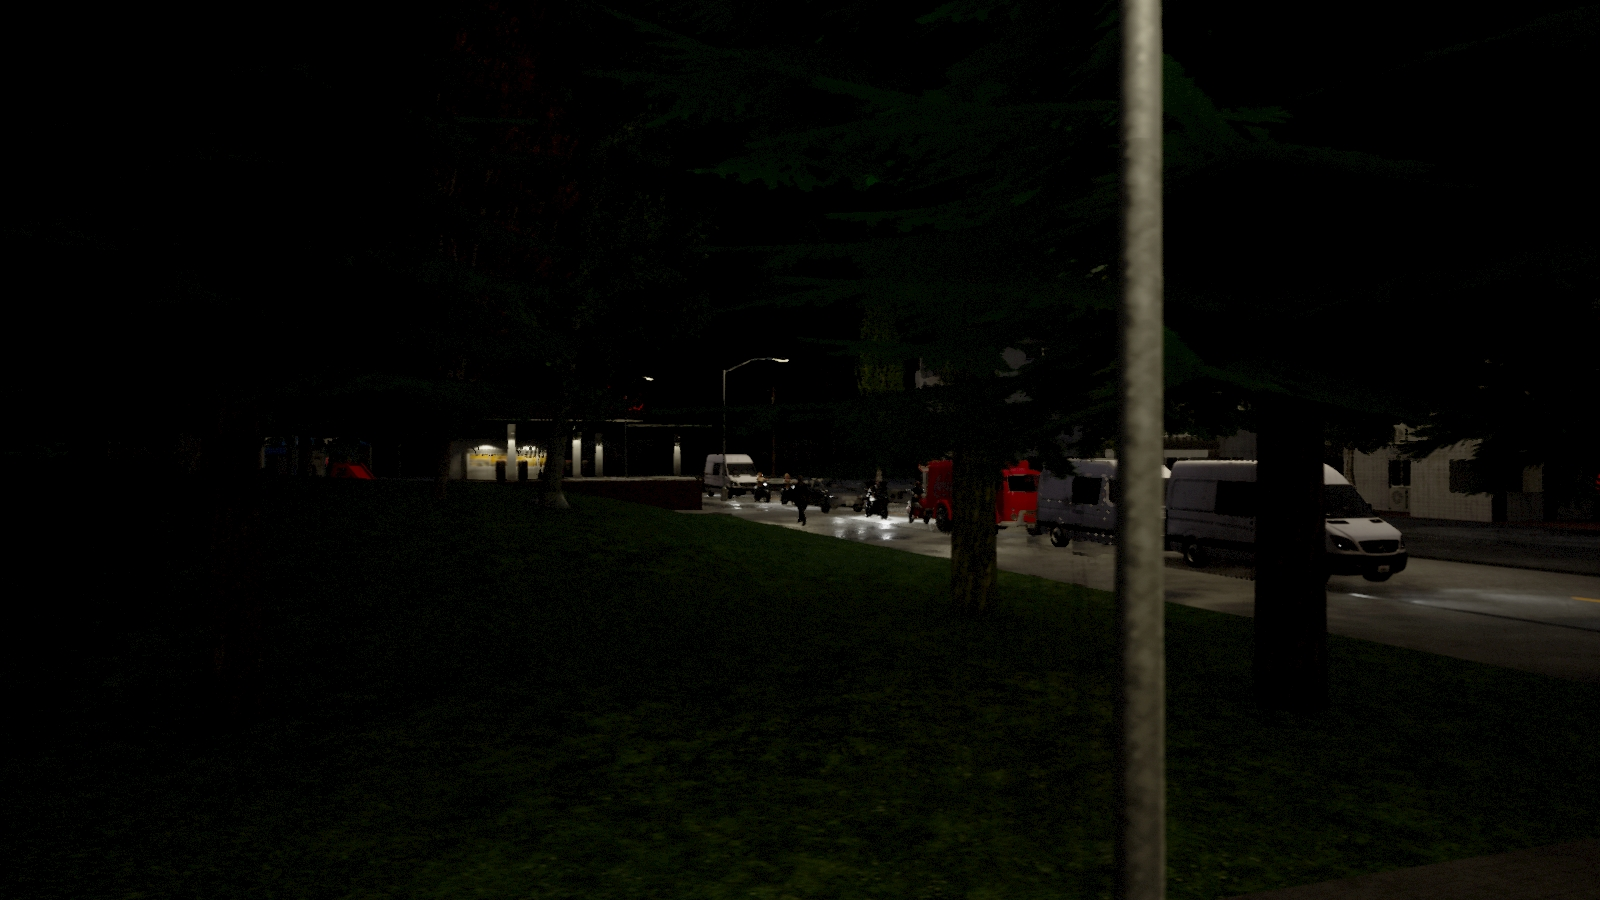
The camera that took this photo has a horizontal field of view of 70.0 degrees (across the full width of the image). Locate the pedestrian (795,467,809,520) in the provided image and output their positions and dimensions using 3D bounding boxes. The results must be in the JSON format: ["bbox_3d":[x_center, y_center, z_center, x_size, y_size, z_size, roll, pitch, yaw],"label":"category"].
[{"bbox_3d":[0.065,1.527,40.371,0.375,1.860,0.375,0,0,-20],"label":"pedestrian"}]

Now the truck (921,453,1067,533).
[{"bbox_3d":[6.395,1.350,38.441,2.627,2.467,5.204,0,0,-20],"label":"truck"}]

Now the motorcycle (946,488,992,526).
[{"bbox_3d":[5.890,1.964,39.902,0.856,1.236,1.805,0,0,-20],"label":"motorcycle"}]

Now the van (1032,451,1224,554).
[{"bbox_3d":[8.860,1.316,31.566,1.988,2.561,5.915,0,0,-20],"label":"van"}]

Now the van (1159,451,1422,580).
[{"bbox_3d":[10.867,1.316,25.978,1.988,2.561,5.915,0,0,-20],"label":"van"}]

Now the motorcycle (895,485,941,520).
[{"bbox_3d":[4.490,1.987,43.746,0.867,1.251,2.209,0,0,-20],"label":"motorcycle"}]
